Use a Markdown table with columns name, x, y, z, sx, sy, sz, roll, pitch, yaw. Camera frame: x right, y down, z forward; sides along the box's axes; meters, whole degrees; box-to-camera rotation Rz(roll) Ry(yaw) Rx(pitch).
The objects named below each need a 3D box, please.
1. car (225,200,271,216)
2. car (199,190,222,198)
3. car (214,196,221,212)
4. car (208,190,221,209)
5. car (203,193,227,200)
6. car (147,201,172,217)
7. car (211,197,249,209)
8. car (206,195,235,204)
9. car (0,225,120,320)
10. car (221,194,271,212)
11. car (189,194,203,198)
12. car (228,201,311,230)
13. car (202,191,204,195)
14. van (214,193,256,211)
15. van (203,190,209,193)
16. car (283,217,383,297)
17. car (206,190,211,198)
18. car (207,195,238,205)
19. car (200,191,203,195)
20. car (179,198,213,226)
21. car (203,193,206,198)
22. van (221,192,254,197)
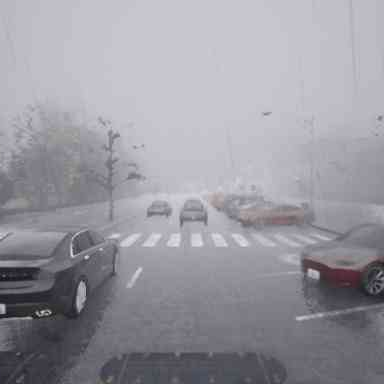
| name | x | y | z | sx | sy | sz | roll | pitch | yaw |
| --- | --- | --- | --- | --- | --- | --- | --- | --- | --- |
| car | 5.072 | 1.479 | 23.482 | 4.674 | 1.452 | 2.002 | 1 | 0 | -20 |
| car | 5.124 | 0.505 | 92.110 | 5.566 | 2.045 | 2.435 | 1 | 1 | -20 |
| car | 5.073 | 1.418 | 32.429 | 4.892 | 1.521 | 2.231 | 1 | 0 | -20 |
| car | 5.058 | 1.158 | 35.397 | 5.566 | 2.045 | 2.435 | 1 | 0 | -20 |
| car | 5.116 | 1.055 | 74.221 | 4.792 | 1.488 | 2.163 | 0 | 1 | -20 |
| car | -2.892 | 1.497 | 30.182 | 1.994 | 1.385 | 4.181 | 0 | 0 | 0 |
| car | 5.078 | 1.420 | 44.366 | 4.674 | 1.452 | 2.002 | 1 | 0 | -20 |
| car | 5.081 | 1.297 | 59.291 | 4.674 | 1.452 | 2.002 | 0 | 0 | -20 |
| car | -2.898 | 1.492 | 7.358 | 1.837 | 1.490 | 4.892 | 0 | 0 | 0 |
| car | 5.049 | 1.305 | 26.454 | 4.553 | 1.767 | 2.185 | 1 | 0 | -20 |
| car | 0.110 | 1.409 | 41.222 | 1.837 | 1.490 | 4.892 | 0 | 0 | 0 |
| car | 5.050 | 1.475 | 20.464 | 4.792 | 1.488 | 2.163 | 1 | 0 | -20 |
| car | 5.060 | 1.049 | 65.248 | 4.553 | 1.767 | 2.185 | 0 | 1 | -20 |
| van | 4.975 | 1.175 | 38.350 | 4.442 | 1.987 | 1.878 | 1 | 0 | -20 |
| van | 4.981 | 0.994 | 62.220 | 4.442 | 1.987 | 1.878 | 0 | 1 | -20 |
| car | 5.047 | 1.505 | 8.458 | 4.792 | 1.488 | 2.163 | 1 | 0 | -20 |
| car | 5.110 | 1.143 | 41.393 | 5.566 | 2.045 | 2.435 | 1 | 0 | -20 |
| car | 5.111 | 1.324 | 56.319 | 4.792 | 1.488 | 2.163 | 1 | 0 | -20 |
| car | 4.915 | 1.073 | 71.159 | 5.366 | 1.575 | 1.946 | 0 | 1 | -20 |
| car | 0.106 | 1.443 | 23.209 | 2.128 | 1.511 | 4.902 | 0 | 0 | 0 |
| car | 4.912 | 1.316 | 53.250 | 5.366 | 1.575 | 1.946 | 1 | 1 | -20 |
| van | 5.189 | 1.200 | 29.489 | 4.442 | 1.987 | 1.878 | 1 | 0 | -20 |
